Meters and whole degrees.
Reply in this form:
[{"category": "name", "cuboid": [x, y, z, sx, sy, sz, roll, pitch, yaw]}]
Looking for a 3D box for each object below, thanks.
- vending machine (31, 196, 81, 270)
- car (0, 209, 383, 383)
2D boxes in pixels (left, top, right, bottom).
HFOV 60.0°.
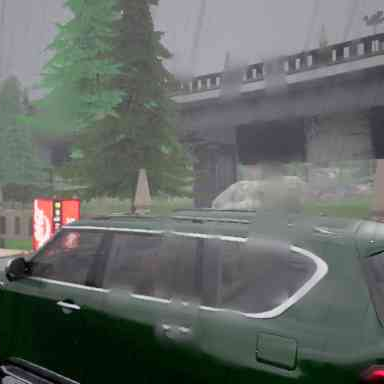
[{"category": "vending machine", "cuboid": [-4.150, 1.195, 10.209, 0.880, 2.100, 1.100, 0, 0, 22]}, {"category": "car", "cuboid": [-0.469, 1.224, 3.799, 5.566, 2.045, 2.150, 0, 0, 31]}]
